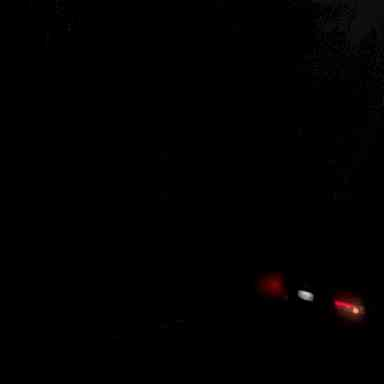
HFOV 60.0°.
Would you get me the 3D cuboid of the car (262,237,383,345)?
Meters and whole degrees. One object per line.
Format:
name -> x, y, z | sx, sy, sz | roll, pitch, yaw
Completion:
car -> 3.735, 1.619, 6.414 | 5.357, 1.411, 2.033 | 1, 0, -36
